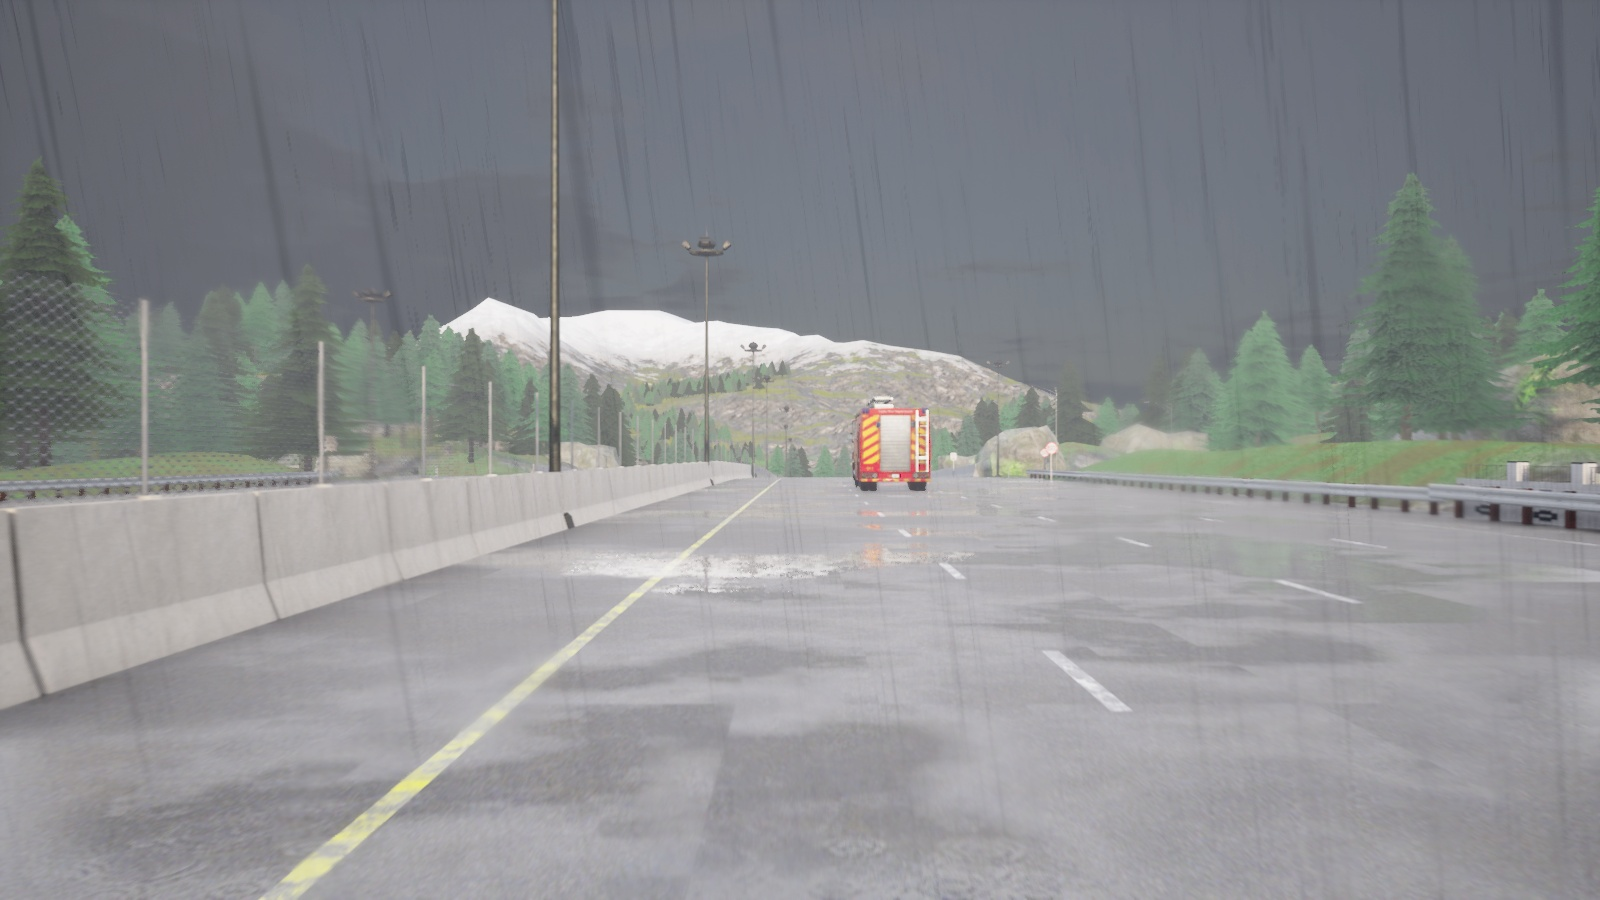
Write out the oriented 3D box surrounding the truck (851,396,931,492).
[{"bbox_3d":[3.827,-0.226,54.559,2.891,3.827,8.468,0,0,0],"label":"truck"}]
